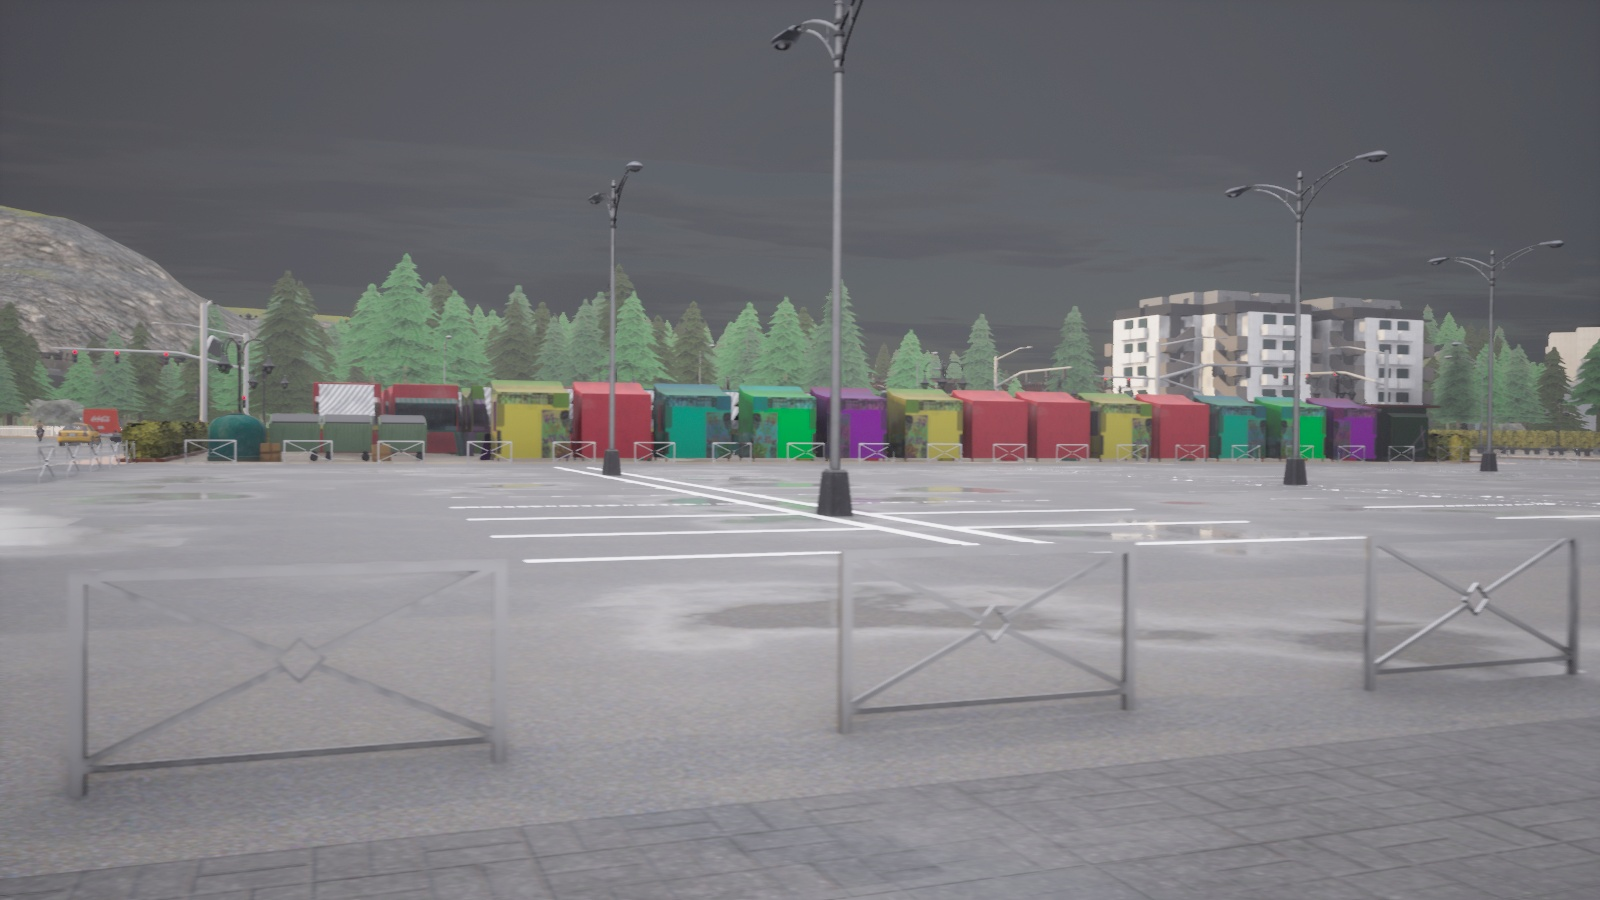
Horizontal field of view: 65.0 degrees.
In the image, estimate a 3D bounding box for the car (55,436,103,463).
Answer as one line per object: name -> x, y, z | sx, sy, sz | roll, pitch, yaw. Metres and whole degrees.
car -> -45.114, -0.053, 78.691 | 1.801, 1.575, 5.366 | -1, 1, -21
